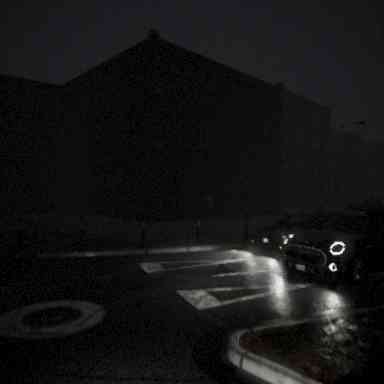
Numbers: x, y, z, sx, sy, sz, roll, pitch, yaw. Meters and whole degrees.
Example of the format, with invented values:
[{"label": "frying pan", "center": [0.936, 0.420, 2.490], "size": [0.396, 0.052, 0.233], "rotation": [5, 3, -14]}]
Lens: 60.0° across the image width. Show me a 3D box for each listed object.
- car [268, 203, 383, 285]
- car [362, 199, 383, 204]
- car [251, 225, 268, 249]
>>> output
[{"label": "car", "center": [4.724, 1.359, 9.606], "size": [4.553, 1.767, 2.097], "rotation": [1, 0, -30]}, {"label": "car", "center": [14.690, 1.318, 27.047], "size": [2.185, 1.767, 4.553], "rotation": [0, 1, -45]}, {"label": "car", "center": [4.325, 1.542, 12.764], "size": [4.181, 1.385, 1.994], "rotation": [0, 0, -30]}]
